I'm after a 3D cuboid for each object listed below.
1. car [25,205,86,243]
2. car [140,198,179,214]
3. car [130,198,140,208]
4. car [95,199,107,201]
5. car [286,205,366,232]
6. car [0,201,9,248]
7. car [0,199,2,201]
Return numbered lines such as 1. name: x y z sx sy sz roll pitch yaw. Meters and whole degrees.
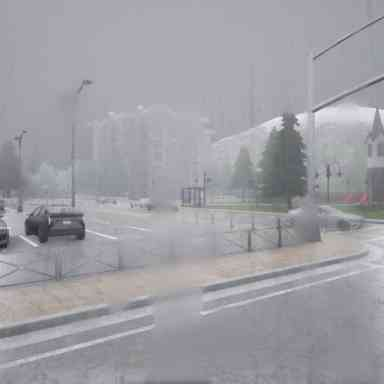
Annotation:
1. car: -6.356 1.340 15.313 2.007 1.523 4.514 0 0 -36
2. car: -3.266 1.504 34.916 1.837 1.490 4.892 0 0 -36
3. car: -6.816 1.526 45.805 1.812 1.442 4.674 0 0 -36
4. car: -12.305 1.167 47.348 1.994 1.385 4.181 0 0 -36
5. car: 8.004 1.526 20.233 1.812 1.442 4.674 0 0 -43
6. car: -8.870 1.331 13.436 2.152 1.636 5.027 0 0 -36
7. car: -21.592 1.374 36.423 1.845 1.501 3.633 0 0 -36
